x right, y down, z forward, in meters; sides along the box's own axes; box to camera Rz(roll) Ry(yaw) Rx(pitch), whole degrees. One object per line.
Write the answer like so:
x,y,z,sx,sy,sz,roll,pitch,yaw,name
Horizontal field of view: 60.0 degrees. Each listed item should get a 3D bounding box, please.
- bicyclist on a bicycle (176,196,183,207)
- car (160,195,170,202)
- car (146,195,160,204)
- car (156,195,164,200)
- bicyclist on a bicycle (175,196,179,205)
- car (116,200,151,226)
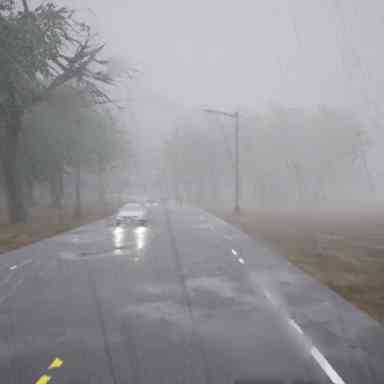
-1.611,1.495,49.886,0.582,1.620,1.656,0,0,-6,bicyclist on a bicycle
-6.383,1.407,78.965,2.097,1.767,4.553,-1,0,-9,car
-8.069,1.434,66.400,2.097,1.767,4.553,0,0,-7,car
-9.096,1.549,94.491,1.895,1.301,4.718,-1,0,-11,car
-2.606,1.502,58.891,0.582,1.620,1.656,0,0,-7,bicyclist on a bicycle
-4.250,1.564,24.059,1.812,1.442,4.674,0,0,-3,car
